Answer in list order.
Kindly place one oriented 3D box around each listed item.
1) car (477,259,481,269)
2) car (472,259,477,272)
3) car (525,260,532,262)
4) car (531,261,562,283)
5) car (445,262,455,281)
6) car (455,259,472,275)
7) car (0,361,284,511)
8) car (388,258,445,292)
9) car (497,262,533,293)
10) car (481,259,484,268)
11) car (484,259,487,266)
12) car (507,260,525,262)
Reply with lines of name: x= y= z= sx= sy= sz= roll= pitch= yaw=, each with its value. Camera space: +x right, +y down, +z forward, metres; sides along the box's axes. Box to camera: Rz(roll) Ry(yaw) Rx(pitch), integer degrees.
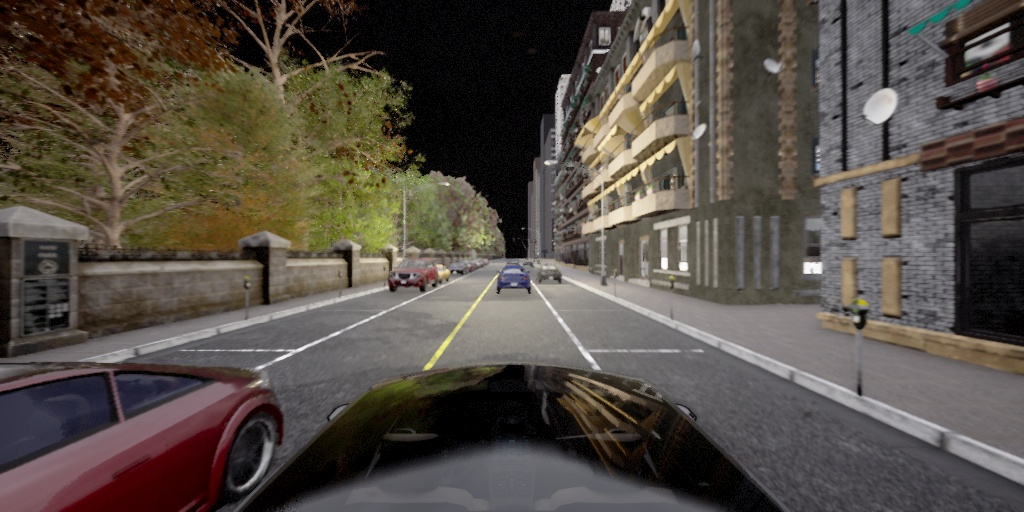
car: x=-5.697 y=1.293 z=49.022 sx=1.802 sy=1.307 sz=4.207 roll=0 pitch=0 yaw=0
car: x=-5.696 y=1.154 z=43.484 sx=1.967 sy=1.591 sz=4.097 roll=0 pitch=0 yaw=0
car: x=2.681 y=1.257 z=60.103 sx=2.007 sy=1.370 sz=4.403 roll=0 pitch=0 yaw=0
car: x=2.686 y=1.276 z=26.871 sx=2.007 sy=1.370 sz=4.403 roll=0 pitch=0 yaw=0
car: x=-5.694 y=1.251 z=26.698 sx=1.751 sy=1.417 sz=4.829 roll=0 pitch=0 yaw=0
car: x=-5.696 y=1.283 z=37.945 sx=1.948 sy=1.339 sz=4.313 roll=0 pitch=0 yaw=0
car: x=-3.100 y=1.314 z=1.599 sx=1.994 sy=1.385 sz=4.181 roll=0 pitch=0 yaw=0
car: x=-5.693 y=1.045 z=21.329 sx=2.192 sy=1.841 sz=5.009 roll=0 pitch=0 yaw=0
car: x=0.099 y=1.257 z=20.375 sx=1.812 sy=1.442 sz=4.674 roll=0 pitch=0 yaw=0
car: x=-5.698 y=1.234 z=54.391 sx=1.751 sy=1.417 sz=4.829 roll=0 pitch=0 yaw=0
car: x=-5.699 y=1.146 z=60.100 sx=1.967 sy=1.591 sz=4.097 roll=0 pitch=0 yaw=0
car: x=0.095 y=1.205 z=43.967 sx=2.128 sy=1.511 sz=4.902 roll=0 pitch=0 yaw=0
